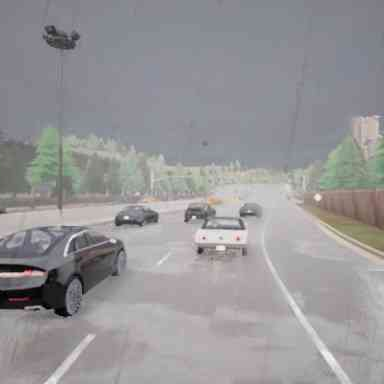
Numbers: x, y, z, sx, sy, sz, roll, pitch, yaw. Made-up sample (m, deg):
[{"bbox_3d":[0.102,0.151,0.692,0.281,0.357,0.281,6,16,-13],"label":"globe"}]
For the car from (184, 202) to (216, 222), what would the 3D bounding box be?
[{"bbox_3d":[0.731,1.605,26.788,1.837,1.490,4.892,0,0,14],"label":"car"}]

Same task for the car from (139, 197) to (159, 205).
[{"bbox_3d":[-8.115,1.664,63.180,1.882,1.535,5.008,0,0,15],"label":"car"}]

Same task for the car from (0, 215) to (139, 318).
[{"bbox_3d":[-2.911,1.501,7.497,2.128,1.511,4.902,0,0,5],"label":"car"}]

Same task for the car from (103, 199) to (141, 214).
[{"bbox_3d":[-7.692,1.574,37.006,2.128,1.511,4.902,0,0,15],"label":"car"}]

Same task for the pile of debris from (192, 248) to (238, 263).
[{"bbox_3d":[0.876,2.222,11.796,1.500,0.140,1.860,0,0,8],"label":"pile of debris"}]

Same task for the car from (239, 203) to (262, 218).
[{"bbox_3d":[5.669,1.711,31.997,1.994,1.385,4.181,0,0,14],"label":"car"}]

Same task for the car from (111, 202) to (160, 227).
[{"bbox_3d":[-3.729,1.623,23.224,1.994,1.385,4.181,0,0,13],"label":"car"}]

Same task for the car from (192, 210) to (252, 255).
[{"bbox_3d":[1.347,1.653,13.650,1.895,1.301,4.718,1,0,9],"label":"car"}]
